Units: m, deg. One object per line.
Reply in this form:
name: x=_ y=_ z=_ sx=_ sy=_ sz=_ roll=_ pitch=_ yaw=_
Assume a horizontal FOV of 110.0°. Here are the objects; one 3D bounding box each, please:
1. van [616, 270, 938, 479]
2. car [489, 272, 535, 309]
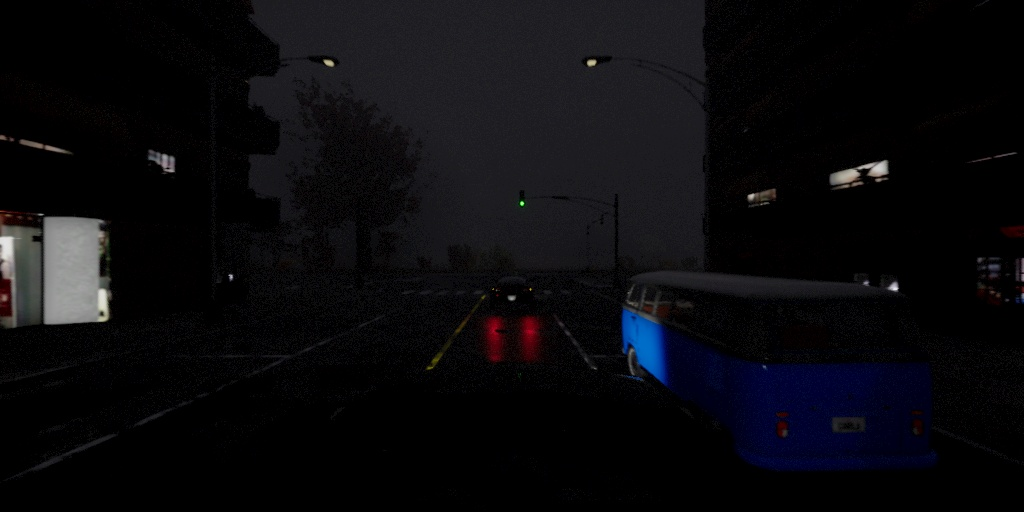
van: x=2.689 y=1.120 z=4.695 sx=1.690 sy=1.789 sz=3.998 roll=0 pitch=0 yaw=0
car: x=0.047 y=1.412 z=15.737 sx=1.812 sy=1.442 sz=4.674 roll=0 pitch=0 yaw=1
